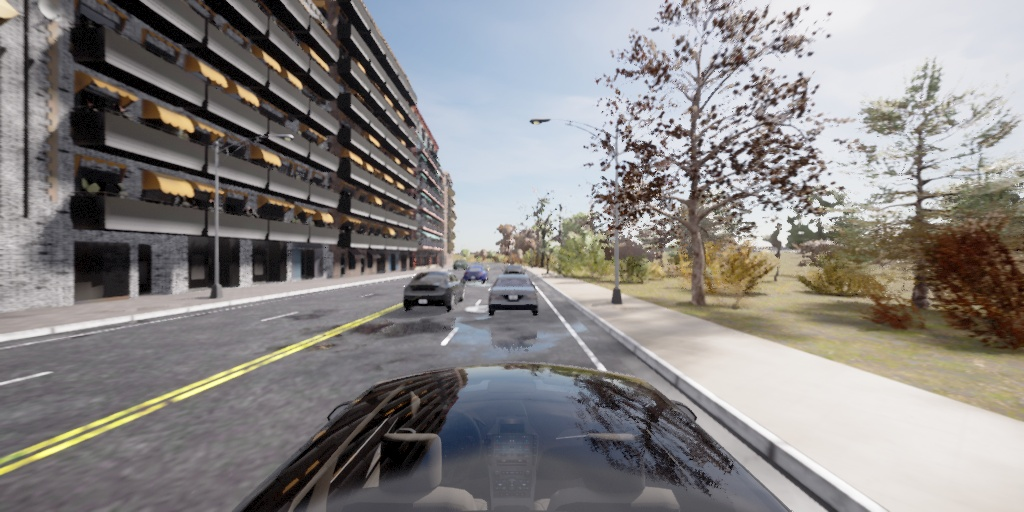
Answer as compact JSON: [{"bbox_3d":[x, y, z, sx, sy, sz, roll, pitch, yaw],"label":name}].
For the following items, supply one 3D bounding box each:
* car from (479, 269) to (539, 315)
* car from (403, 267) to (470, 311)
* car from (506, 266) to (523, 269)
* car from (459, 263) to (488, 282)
[{"bbox_3d":[0.066,1.424,14.261,2.033,1.411,5.357,0,-1,1],"label":"car"},{"bbox_3d":[-3.165,1.393,15.273,1.837,1.490,4.892,0,0,1],"label":"car"},{"bbox_3d":[0.192,1.546,30.225,1.837,1.490,4.892,0,0,1],"label":"car"},{"bbox_3d":[-3.051,1.569,30.652,1.812,1.442,4.674,0,0,1],"label":"car"}]
